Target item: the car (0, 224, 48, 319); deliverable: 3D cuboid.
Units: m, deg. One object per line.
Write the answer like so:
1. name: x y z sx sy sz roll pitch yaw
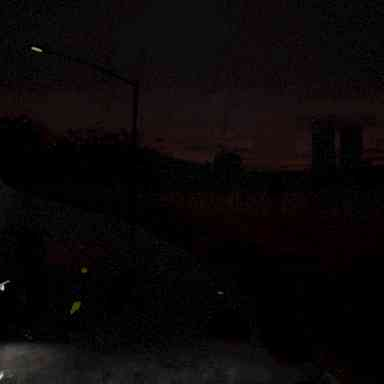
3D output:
1. car: -4.328 1.494 7.192 1.812 1.442 4.674 0 1 -16

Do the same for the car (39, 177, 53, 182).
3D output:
1. car: -37.904 -3.197 86.412 1.837 1.490 4.892 0 0 -1

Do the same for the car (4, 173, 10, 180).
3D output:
1. car: -36.144 -3.109 66.756 1.994 1.385 4.181 0 1 -12

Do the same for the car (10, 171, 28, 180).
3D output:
1. car: -31.060 -3.009 60.372 1.970 1.475 3.806 0 2 -18
